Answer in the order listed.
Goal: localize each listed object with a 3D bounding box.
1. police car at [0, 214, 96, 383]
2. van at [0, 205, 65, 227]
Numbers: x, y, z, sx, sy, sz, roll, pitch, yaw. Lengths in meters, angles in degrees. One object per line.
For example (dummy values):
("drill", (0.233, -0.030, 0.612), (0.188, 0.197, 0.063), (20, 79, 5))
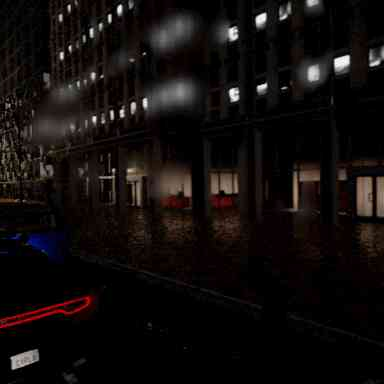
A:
("police car", (-3.347, 1.412, 5.108), (1.930, 1.638, 5.238), (-2, 1, -42))
("van", (-5.089, 1.294, 9.667), (1.690, 1.788, 3.998), (-3, 2, -42))
